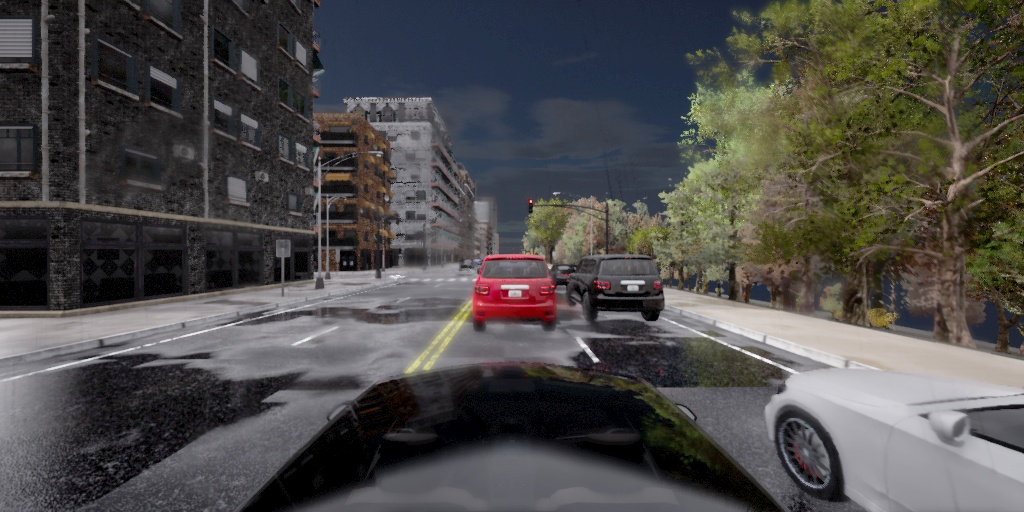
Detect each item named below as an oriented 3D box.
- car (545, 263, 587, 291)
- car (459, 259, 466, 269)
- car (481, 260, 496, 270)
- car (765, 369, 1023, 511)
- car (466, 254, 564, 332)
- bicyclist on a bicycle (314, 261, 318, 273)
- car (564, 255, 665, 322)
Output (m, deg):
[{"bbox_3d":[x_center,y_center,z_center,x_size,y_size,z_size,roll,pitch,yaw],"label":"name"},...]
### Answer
[{"bbox_3d":[3.278,1.257,22.808,1.837,1.490,4.892,0,0,-2],"label":"car"},{"bbox_3d":[-6.781,1.267,54.717,1.837,1.490,4.892,0,1,2],"label":"car"},{"bbox_3d":[-3.559,1.328,55.133,1.994,1.385,4.181,0,0,0],"label":"car"},{"bbox_3d":[3.350,1.276,1.470,1.812,1.442,4.674,0,0,0],"label":"car"},{"bbox_3d":[0.062,0.971,11.057,2.150,2.045,5.566,0,0,0],"label":"car"},{"bbox_3d":[-25.056,1.338,45.388,0.582,1.620,1.656,-1,0,-1],"label":"bicyclist on a bicycle"},{"bbox_3d":[3.306,0.972,12.495,2.150,2.045,5.566,0,0,0],"label":"car"}]
